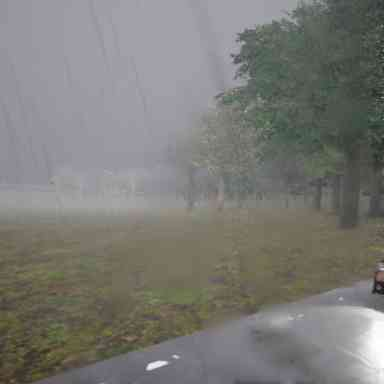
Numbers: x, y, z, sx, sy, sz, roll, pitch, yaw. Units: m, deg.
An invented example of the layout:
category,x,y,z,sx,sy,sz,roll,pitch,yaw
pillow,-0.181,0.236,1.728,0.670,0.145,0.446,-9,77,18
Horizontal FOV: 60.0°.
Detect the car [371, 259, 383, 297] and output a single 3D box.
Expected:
category,x,y,z,sx,sy,sz,roll,pitch,yaw
car,5.643,1.525,6.986,4.181,1.385,1.994,0,0,-35
